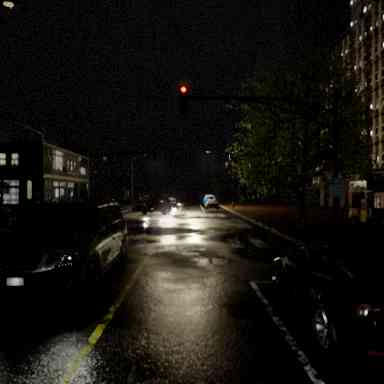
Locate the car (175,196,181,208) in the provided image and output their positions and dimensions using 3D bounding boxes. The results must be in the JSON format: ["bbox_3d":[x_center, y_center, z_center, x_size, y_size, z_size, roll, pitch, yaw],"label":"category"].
[{"bbox_3d":[-3.167,1.516,49.478,2.128,1.511,4.902,0,0,0],"label":"car"}]

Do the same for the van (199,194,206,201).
[{"bbox_3d":[2.573,1.388,82.775,1.690,1.788,3.998,0,0,0],"label":"van"}]

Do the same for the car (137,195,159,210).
[{"bbox_3d":[-5.750,1.339,43.903,2.192,1.841,5.009,0,0,0],"label":"car"}]

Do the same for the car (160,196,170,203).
[{"bbox_3d":[-5.792,1.565,71.488,1.752,1.417,4.829,0,0,0],"label":"car"}]

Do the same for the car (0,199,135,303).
[{"bbox_3d":[-3.101,1.228,8.577,2.150,2.045,5.566,0,0,0],"label":"car"}]

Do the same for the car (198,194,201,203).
[{"bbox_3d":[2.604,1.584,60.571,2.008,1.369,4.403,0,0,0],"label":"car"}]

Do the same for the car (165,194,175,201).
[{"bbox_3d":[-5.816,1.365,88.311,2.192,1.841,5.009,0,0,0],"label":"car"}]

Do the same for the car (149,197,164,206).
[{"bbox_3d":[-5.767,1.581,55.005,2.008,1.369,4.403,0,0,0],"label":"car"}]

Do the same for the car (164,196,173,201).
[{"bbox_3d":[-5.809,1.598,82.760,2.008,1.369,4.403,0,0,0],"label":"car"}]

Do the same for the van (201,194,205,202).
[{"bbox_3d":[2.622,1.368,49.469,1.690,1.788,3.998,0,0,0],"label":"van"}]

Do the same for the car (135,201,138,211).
[{"bbox_3d":[-5.743,1.602,38.352,1.802,1.307,4.206,0,0,0],"label":"car"}]

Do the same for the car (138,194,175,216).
[{"bbox_3d":[-3.475,1.239,33.690,2.150,2.045,5.566,0,0,4],"label":"car"}]

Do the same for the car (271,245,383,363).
[{"bbox_3d":[2.686,1.569,5.889,1.947,1.339,4.313,0,0,0],"label":"car"}]

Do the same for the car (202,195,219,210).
[{"bbox_3d":[2.629,1.549,44.088,1.752,1.417,4.829,0,0,0],"label":"car"}]

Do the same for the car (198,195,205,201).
[{"bbox_3d":[2.563,1.576,88.496,1.752,1.417,4.829,0,0,0],"label":"car"}]
